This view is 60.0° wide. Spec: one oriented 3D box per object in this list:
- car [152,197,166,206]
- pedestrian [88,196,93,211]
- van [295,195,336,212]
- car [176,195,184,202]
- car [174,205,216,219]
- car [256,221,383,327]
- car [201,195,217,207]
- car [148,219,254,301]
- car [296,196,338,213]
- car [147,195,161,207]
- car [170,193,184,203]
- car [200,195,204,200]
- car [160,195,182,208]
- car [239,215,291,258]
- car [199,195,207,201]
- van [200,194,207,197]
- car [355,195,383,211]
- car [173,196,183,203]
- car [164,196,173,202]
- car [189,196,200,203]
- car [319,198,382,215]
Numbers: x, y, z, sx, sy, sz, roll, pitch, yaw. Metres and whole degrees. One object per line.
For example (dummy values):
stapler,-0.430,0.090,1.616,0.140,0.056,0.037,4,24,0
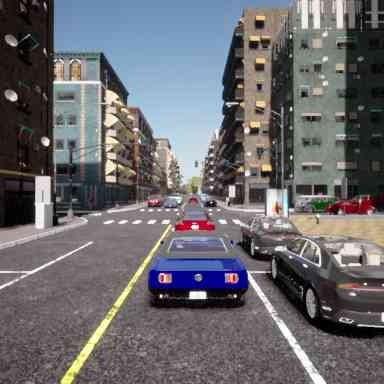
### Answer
car,-5.549,1.566,56.319,1.887,1.381,4.507,1,0,0
pedestrian,-12.435,1.347,40.688,0.375,1.860,0.375,0,0,1
van,13.850,1.296,37.483,3.998,1.788,1.690,0,0,1
car,-2.817,1.532,79.024,1.837,1.490,4.892,0,0,0
car,0.135,1.569,17.174,1.994,1.385,4.181,0,0,0
car,2.846,1.553,6.925,2.008,1.369,4.403,1,0,0
car,2.818,1.585,50.688,1.947,1.339,4.313,1,0,0
car,0.119,1.603,8.311,1.895,1.301,4.718,0,0,0
car,13.415,1.272,34.904,4.553,1.767,2.097,0,-1,1
car,-5.558,1.334,50.748,2.192,1.841,5.009,1,0,0
car,-2.942,1.244,58.673,2.150,2.045,5.566,0,0,1
car,2.831,1.603,56.259,1.802,1.307,4.206,1,0,0
car,-2.990,1.565,48.672,2.033,1.411,5.357,0,0,1
car,2.859,1.555,12.495,2.008,1.369,4.403,1,0,0
car,2.909,1.581,89.686,1.887,1.381,4.507,1,0,0
van,2.885,1.373,78.545,1.690,1.788,3.998,1,0,0
car,19.377,1.228,37.431,5.009,1.841,2.192,0,0,1
car,-2.850,1.591,68.615,1.994,1.385,4.181,0,0,0
car,-5.497,1.597,78.603,1.947,1.339,4.313,1,0,0
car,0.260,1.552,69.053,1.812,1.442,4.674,0,0,0
car,13.770,1.413,29.101,4.206,1.307,1.802,0,0,1
